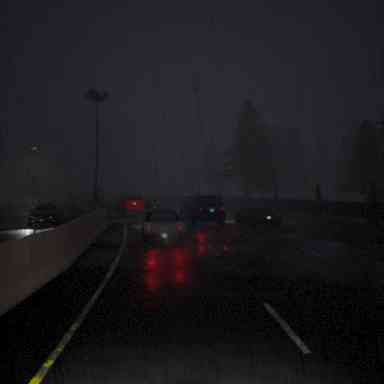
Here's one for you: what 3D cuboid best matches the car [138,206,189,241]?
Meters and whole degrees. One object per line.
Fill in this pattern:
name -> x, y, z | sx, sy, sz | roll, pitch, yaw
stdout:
car -> -1.568, 1.597, 16.635 | 1.895, 1.301, 4.718 | 0, 0, -10

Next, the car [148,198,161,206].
car -> -5.236, 1.499, 40.761 | 1.837, 1.490, 4.892 | 0, 0, -23

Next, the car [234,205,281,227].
car -> 4.330, 1.543, 22.455 | 1.994, 1.385, 4.181 | 0, 0, -12

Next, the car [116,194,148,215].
car -> -6.520, 1.222, 34.736 | 2.150, 2.045, 5.566 | 0, 0, -20

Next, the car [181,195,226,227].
car -> 0.646, 1.211, 22.990 | 2.150, 2.045, 5.566 | 0, 0, -13
